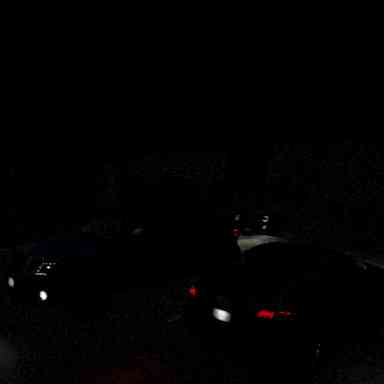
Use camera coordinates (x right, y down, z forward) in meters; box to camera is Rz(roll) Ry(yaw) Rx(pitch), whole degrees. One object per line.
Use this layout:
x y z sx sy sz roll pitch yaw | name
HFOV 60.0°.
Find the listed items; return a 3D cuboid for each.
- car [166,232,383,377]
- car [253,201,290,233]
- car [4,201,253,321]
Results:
1.857 1.586 5.732 4.181 1.385 1.994 0 0 -43 | car
4.250 1.432 19.770 2.097 1.767 4.553 0 0 32 | car
-1.207 1.264 7.844 5.566 2.045 2.150 0 0 -43 | car
